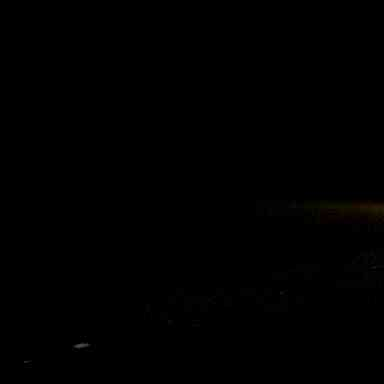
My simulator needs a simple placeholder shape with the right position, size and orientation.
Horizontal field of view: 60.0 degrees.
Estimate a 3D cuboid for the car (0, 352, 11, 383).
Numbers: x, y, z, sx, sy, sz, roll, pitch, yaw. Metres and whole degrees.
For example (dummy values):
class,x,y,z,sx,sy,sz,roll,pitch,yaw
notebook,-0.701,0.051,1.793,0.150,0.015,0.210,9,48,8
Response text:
class,x,y,z,sx,sy,sz,roll,pitch,yaw
car,-3.572,1.491,1.444,4.902,1.511,2.128,0,0,-35
